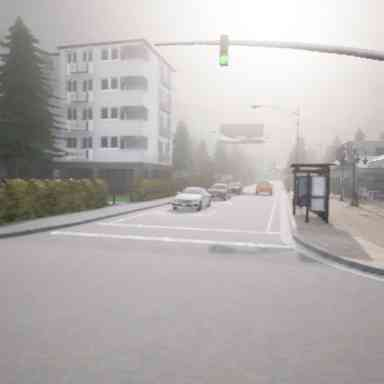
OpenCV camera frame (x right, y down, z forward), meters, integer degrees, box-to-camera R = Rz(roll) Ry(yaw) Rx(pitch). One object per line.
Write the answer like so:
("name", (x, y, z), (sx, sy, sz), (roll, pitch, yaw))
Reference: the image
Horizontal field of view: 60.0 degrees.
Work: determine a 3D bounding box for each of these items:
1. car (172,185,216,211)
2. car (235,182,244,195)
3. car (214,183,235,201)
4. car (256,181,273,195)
("car", (0.103, 0.403, 22.880), (1.812, 1.442, 4.674), (2, 3, 15))
("car", (5.415, -0.463, 42.292), (1.882, 1.535, 5.008), (2, 3, 15))
("car", (2.721, -0.025, 32.525), (1.837, 1.490, 4.892), (2, 3, 15))
("car", (9.622, -0.598, 43.936), (2.097, 1.767, 4.553), (2, 3, 15))
